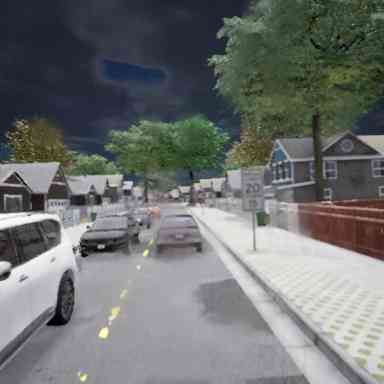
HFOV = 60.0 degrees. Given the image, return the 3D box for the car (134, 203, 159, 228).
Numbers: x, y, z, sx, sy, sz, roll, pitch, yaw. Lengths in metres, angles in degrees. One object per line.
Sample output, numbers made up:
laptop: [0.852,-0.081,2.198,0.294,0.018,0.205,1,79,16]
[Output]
car: [-3.920,1.880,24.994,2.128,1.511,4.902,-2,-1,-3]

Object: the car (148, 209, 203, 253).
car: [-0.576,1.690,14.583,2.033,1.411,5.357,-2,-1,-3]

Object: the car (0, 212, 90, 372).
car: [-3.259,1.395,4.459,2.150,2.045,5.566,-2,0,-3]

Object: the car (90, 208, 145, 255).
car: [-3.414,1.743,14.569,1.882,1.535,5.008,-2,-1,-3]

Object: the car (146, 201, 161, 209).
car: [-4.390,1.865,35.339,2.097,1.767,4.553,-2,-1,-2]
